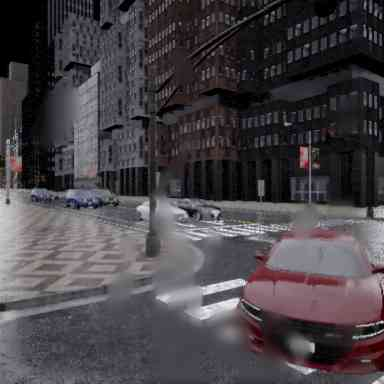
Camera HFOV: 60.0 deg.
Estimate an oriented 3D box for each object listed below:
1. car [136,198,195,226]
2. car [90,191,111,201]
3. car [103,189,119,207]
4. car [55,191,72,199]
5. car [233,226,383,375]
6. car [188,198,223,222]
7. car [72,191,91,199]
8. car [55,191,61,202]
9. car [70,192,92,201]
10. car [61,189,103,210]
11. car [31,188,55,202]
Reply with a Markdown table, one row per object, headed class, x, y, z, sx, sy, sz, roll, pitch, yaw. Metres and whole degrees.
| class | x | y | z | sx | sy | sz | roll | pitch | yaw |
| --- | --- | --- | --- | --- | --- | --- | --- | --- | --- |
| car | -2.069 | 1.286 | 21.762 | 1.812 | 1.442 | 4.674 | 0 | 1 | -36 |
| car | -15.831 | 0.683 | 57.649 | 1.882 | 1.535 | 5.008 | 0 | 1 | -36 |
| car | -10.440 | 0.706 | 38.838 | 2.150 | 2.045 | 5.566 | 0 | 2 | -36 |
| car | -25.144 | 0.508 | 64.941 | 1.882 | 1.535 | 5.008 | 0 | 1 | -36 |
| car | 2.309 | 1.476 | 6.062 | 1.882 | 1.535 | 5.008 | 2 | 1 | 25 |
| car | 0.187 | 1.239 | 24.195 | 2.128 | 1.511 | 4.902 | 0 | 1 | -36 |
| car | -21.996 | 0.531 | 66.138 | 2.128 | 1.511 | 4.902 | 0 | 1 | -36 |
| car | -20.597 | 0.733 | 52.981 | 2.128 | 1.511 | 4.902 | 0 | 1 | -36 |
| car | -18.934 | 0.744 | 56.417 | 2.033 | 1.411 | 5.357 | 0 | 1 | -36 |
| car | -11.640 | 0.752 | 34.953 | 2.150 | 2.045 | 5.566 | 0 | 1 | -36 |
| car | -23.203 | 0.476 | 51.038 | 2.150 | 2.045 | 5.566 | 0 | 1 | -36 |
